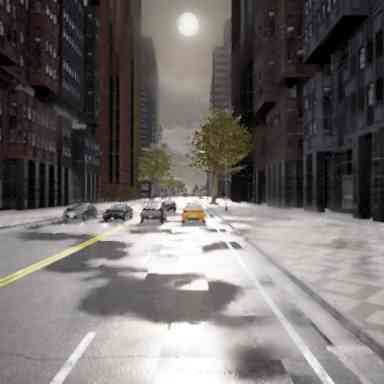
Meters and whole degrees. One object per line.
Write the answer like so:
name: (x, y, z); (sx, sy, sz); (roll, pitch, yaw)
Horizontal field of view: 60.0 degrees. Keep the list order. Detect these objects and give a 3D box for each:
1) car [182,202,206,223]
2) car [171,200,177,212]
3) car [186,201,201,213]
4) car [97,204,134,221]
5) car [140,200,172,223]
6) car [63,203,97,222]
car: (0.140, 1.705, 28.184); (1.882, 1.535, 5.008); (0, 0, 1)
car: (-3.048, 1.832, 45.072); (1.882, 1.535, 5.008); (0, 0, 0)
car: (0.192, 1.949, 43.782); (1.895, 1.301, 4.718); (0, 0, 0)
car: (-6.423, 1.777, 29.614); (2.033, 1.411, 5.357); (0, 0, 0)
car: (-3.111, 1.712, 27.775); (2.128, 1.511, 4.902); (0, 0, 1)
car: (-9.680, 1.715, 29.182); (2.128, 1.511, 4.902); (0, -1, 0)
